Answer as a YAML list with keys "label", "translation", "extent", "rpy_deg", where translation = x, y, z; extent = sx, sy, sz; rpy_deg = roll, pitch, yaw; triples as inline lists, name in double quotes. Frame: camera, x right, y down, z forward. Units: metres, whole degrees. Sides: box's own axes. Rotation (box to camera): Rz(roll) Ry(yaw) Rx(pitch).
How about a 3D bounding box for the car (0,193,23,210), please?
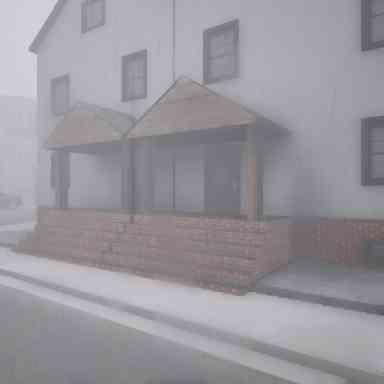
- label: "car"
  translation: [-16.157, 0.891, 26.523]
  extent: [1.837, 1.490, 4.892]
  rpy_deg: [0, 7, 35]
